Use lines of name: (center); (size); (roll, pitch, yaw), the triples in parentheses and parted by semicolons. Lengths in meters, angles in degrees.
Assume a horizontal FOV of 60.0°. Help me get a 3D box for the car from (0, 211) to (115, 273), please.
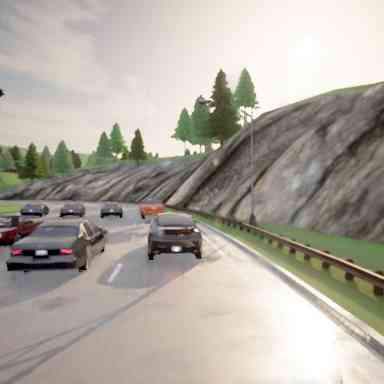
car: (-3.998, 1.569, 10.817); (2.033, 1.411, 5.357); (0, 0, -5)

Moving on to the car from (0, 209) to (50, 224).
car: (-7.908, 1.635, 14.329); (1.895, 1.301, 4.718); (0, 0, -7)

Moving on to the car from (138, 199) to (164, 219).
car: (-3.695, 1.393, 30.184); (2.097, 1.767, 4.553); (0, 0, -13)

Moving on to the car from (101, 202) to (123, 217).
car: (-7.562, 1.616, 31.349); (1.994, 1.385, 4.181); (0, 0, -13)

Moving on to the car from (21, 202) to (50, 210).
car: (-14.795, 1.633, 31.477); (1.994, 1.385, 4.181); (0, 0, -14)

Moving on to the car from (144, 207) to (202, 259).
car: (-0.729, 1.520, 12.745); (1.837, 1.490, 4.892); (0, 0, -6)

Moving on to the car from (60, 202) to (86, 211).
car: (-11.125, 1.624, 31.198); (1.994, 1.385, 4.181); (0, 0, -14)
